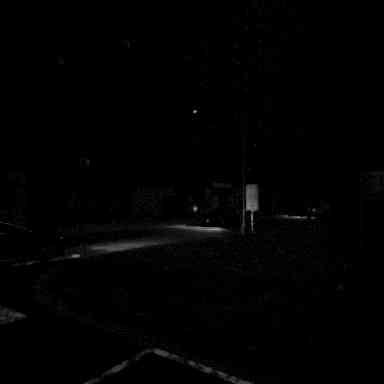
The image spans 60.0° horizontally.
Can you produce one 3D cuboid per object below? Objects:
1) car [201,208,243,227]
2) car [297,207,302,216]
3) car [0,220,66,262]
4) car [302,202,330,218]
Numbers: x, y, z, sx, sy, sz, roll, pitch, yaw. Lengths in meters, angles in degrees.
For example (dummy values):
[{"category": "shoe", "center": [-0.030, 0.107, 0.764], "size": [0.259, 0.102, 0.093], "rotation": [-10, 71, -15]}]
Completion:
[{"category": "car", "center": [2.628, 2.119, 28.330], "size": [1.837, 1.490, 4.892], "rotation": [0, -2, 36]}, {"category": "car", "center": [16.473, 2.706, 47.394], "size": [1.837, 1.490, 4.892], "rotation": [0, -2, 36]}, {"category": "car", "center": [-6.482, 1.601, 10.640], "size": [2.128, 1.511, 4.902], "rotation": [-1, -2, 36]}, {"category": "car", "center": [16.319, 2.301, 42.301], "size": [2.150, 2.045, 5.566], "rotation": [0, -2, 36]}]
